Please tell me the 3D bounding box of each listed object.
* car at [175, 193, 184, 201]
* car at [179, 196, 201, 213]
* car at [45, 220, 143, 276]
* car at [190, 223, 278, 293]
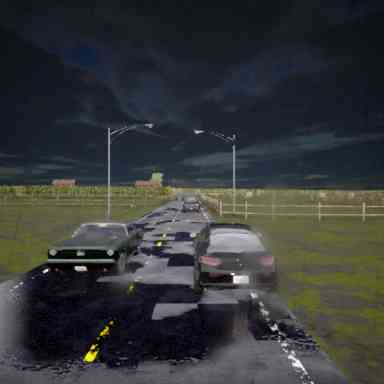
[{"bbox_3d":[-2.990,1.193,82.370,2.150,2.045,5.566,0,0,0],"label":"car"},{"bbox_3d":[-0.034,1.487,36.560,2.128,1.511,4.902,0,0,0],"label":"car"},{"bbox_3d":[-2.778,1.601,10.501,1.895,1.301,4.718,0,0,0],"label":"car"},{"bbox_3d":[0.939,1.526,8.722,1.812,1.442,4.674,0,0,0],"label":"car"}]
